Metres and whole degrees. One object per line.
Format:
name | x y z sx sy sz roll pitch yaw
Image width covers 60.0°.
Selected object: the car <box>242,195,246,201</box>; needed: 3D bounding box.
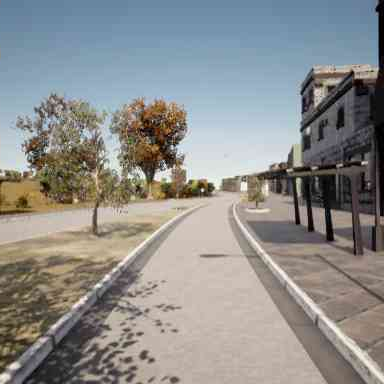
car | 10.218 1.038 60.690 2.097 1.535 5.008 -1 0 13
